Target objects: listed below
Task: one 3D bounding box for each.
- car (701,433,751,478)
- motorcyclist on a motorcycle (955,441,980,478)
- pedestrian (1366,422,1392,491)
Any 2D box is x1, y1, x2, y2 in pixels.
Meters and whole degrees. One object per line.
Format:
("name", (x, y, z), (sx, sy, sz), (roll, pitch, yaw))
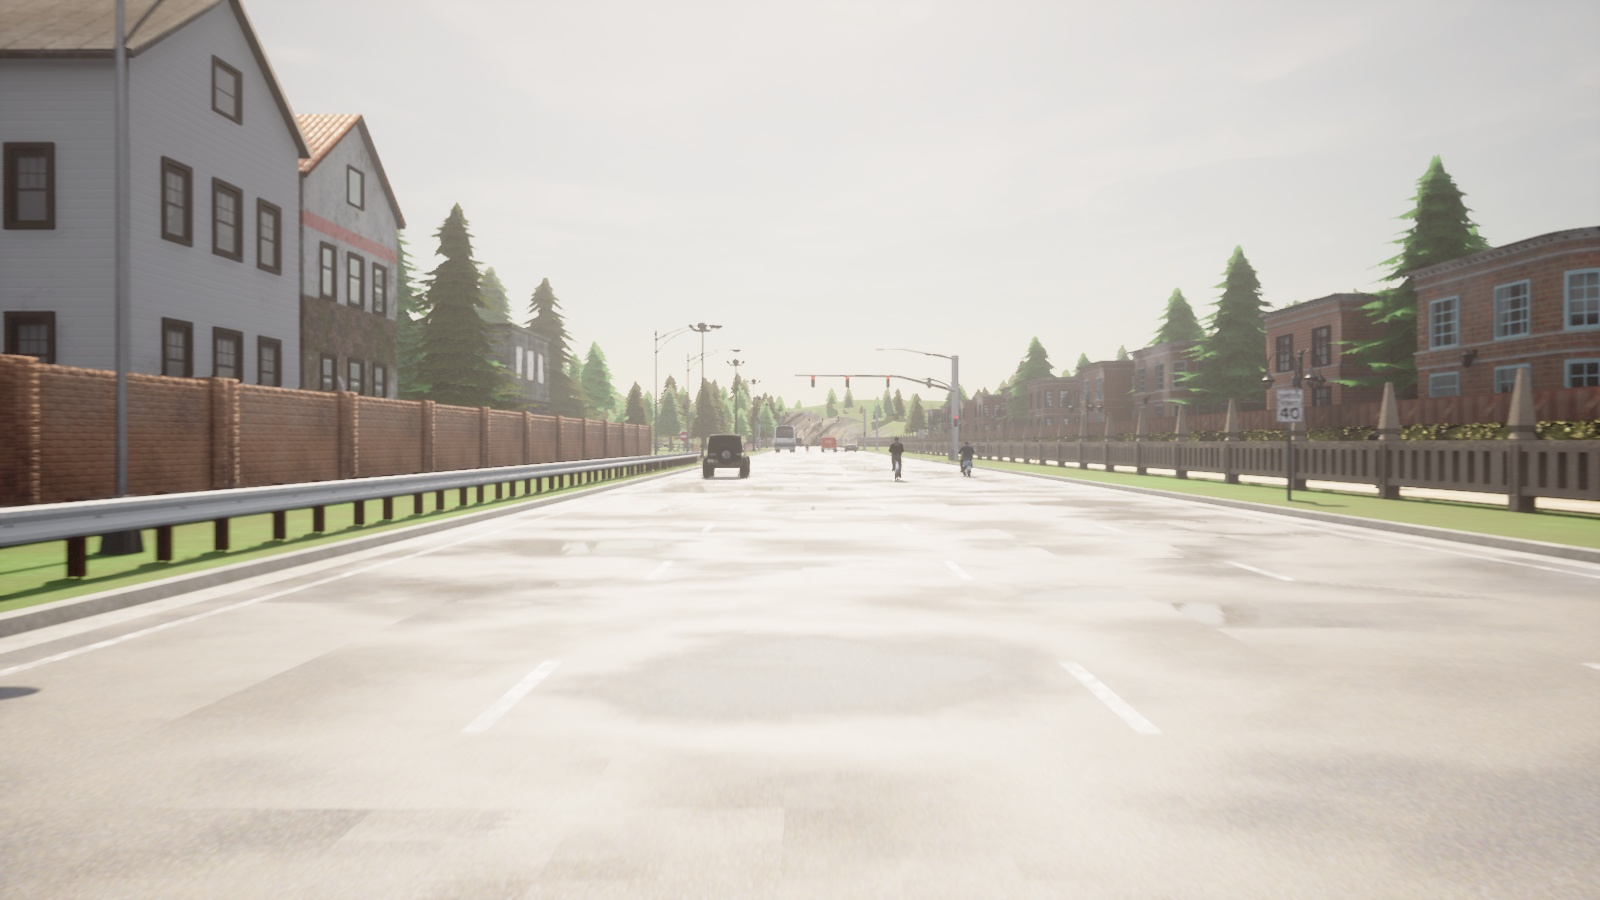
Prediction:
("car", (-3.176, 0.235, 54.391), (1.905, 1.878, 3.866), (0, 0, 0))
("motorcyclist on a motorcycle", (7.329, 0.397, 55.097), (0.866, 1.590, 1.817), (0, 0, 0))
("pedestrian", (16.281, 0.170, 35.325), (0.402, 1.930, 0.666), (0, 0, 0))
